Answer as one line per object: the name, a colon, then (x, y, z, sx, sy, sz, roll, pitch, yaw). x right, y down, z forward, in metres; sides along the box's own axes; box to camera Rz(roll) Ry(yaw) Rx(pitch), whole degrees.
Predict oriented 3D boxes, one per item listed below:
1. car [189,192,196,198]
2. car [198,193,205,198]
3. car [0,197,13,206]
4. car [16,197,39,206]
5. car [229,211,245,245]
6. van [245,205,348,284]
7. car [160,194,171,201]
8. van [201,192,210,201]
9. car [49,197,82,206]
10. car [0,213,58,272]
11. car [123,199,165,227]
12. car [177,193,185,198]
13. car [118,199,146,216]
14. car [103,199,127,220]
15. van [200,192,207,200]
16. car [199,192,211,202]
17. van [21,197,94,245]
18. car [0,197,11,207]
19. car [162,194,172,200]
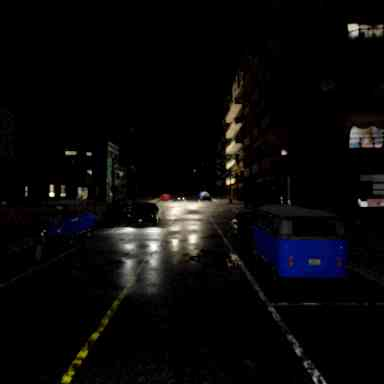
car: (0.029, 0.873, 91.233, 1.882, 1.535, 5.008, 0, 0, 0)
car: (2.733, 0.993, 92.318, 1.752, 1.417, 4.829, 1, 0, 0)
car: (-30.661, 1.507, 52.202, 4.206, 1.307, 1.802, 0, 0, 1)
car: (-25.182, 1.465, 52.126, 4.313, 1.339, 1.947, 0, 0, 1)
car: (2.706, 1.493, 14.822, 1.947, 1.339, 4.313, 1, 0, 0)
van: (2.707, 1.296, 9.175, 1.690, 1.788, 3.998, 1, 0, 0)
car: (-5.656, 1.196, 69.793, 1.802, 1.307, 4.206, 1, 0, 0)
van: (2.728, 0.954, 69.824, 1.690, 1.788, 3.998, 1, 0, 0)
car: (-19.700, 1.425, 52.048, 4.403, 1.369, 2.008, 0, 0, 1)
car: (-5.643, 1.500, 9.146, 1.887, 1.381, 4.507, 1, 0, 0)
car: (-3.080, 1.414, 22.188, 1.812, 1.442, 4.674, 0, 0, 0)
car: (-2.969, 1.018, 92.712, 1.994, 1.385, 4.181, 0, 0, 0)
car: (-5.636, 1.383, 31.729, 1.887, 1.381, 4.507, 1, 0, 0)
car: (-5.636, 1.309, 26.083, 1.967, 1.590, 4.097, 1, 0, 0)
van: (2.732, 0.884, 80.986, 1.690, 1.788, 3.998, 1, 0, 0)
car: (2.723, 1.199, 64.246, 2.008, 1.369, 4.403, 1, 0, 0)
van: (-5.639, 1.269, 14.791, 1.690, 1.788, 3.998, 1, 0, 0)
car: (-26.362, 1.266, 43.503, 4.097, 1.590, 1.967, 0, 0, 1)
car: (-5.654, 1.123, 75.373, 1.887, 1.381, 4.507, 1, 0, 0)
